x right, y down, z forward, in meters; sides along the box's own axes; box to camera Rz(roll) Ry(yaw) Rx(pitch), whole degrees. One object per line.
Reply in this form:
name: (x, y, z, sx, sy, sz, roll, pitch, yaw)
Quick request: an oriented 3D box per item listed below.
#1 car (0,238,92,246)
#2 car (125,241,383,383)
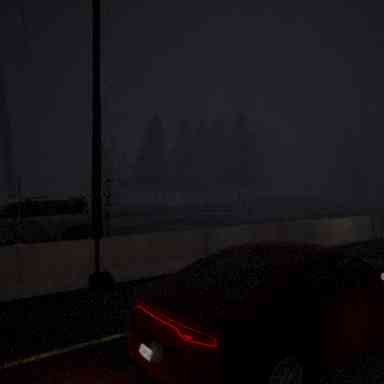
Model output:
car: (-6.164, 1.218, 12.474, 5.566, 2.045, 2.150, 0, 0, -35)
car: (1.538, 1.473, 4.845, 5.008, 1.535, 1.882, 0, 0, -36)
